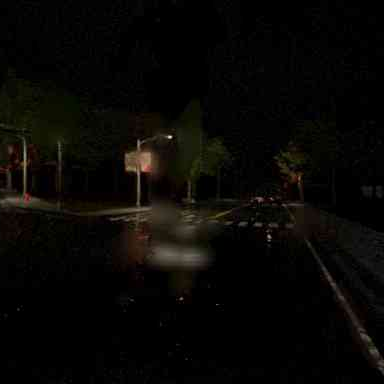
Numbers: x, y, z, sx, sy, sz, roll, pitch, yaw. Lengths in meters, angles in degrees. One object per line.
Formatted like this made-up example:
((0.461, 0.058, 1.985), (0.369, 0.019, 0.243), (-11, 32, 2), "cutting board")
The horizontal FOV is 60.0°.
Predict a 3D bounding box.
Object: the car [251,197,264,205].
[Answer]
((11.653, 1.680, 59.965), (1.895, 1.301, 4.718), (1, 0, 14), "car")

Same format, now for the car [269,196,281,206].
((14.507, 1.639, 58.000), (1.837, 1.490, 4.892), (1, 0, 14), "car")

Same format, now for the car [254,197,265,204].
((14.146, 1.708, 69.757), (2.033, 1.411, 5.357), (1, 0, 14), "car")

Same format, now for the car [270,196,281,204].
((17.082, 1.621, 68.108), (2.128, 1.511, 4.902), (1, 0, 14), "car")
